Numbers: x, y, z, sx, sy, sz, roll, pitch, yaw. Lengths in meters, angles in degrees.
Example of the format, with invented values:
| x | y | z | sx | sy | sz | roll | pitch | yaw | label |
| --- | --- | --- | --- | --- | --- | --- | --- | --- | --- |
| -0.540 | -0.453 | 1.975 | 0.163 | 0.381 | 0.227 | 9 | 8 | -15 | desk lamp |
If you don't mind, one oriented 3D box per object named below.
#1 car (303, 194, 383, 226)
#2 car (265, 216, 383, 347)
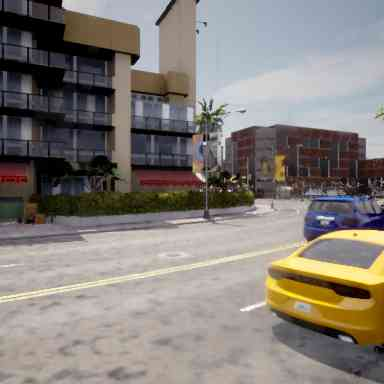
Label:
| x | y | z | sx | sy | sz | roll | pitch | yaw | label |
| --- | --- | --- | --- | --- | --- | --- | --- | --- | --- |
| 6.727 | 1.215 | 14.099 | 2.150 | 2.045 | 5.566 | 0 | 0 | 44 | car |
| 3.477 | 1.475 | 6.325 | 5.008 | 1.535 | 1.882 | 0 | 0 | -40 | car |
